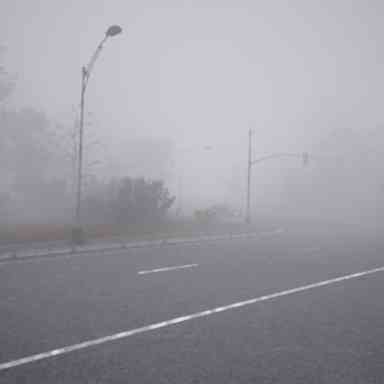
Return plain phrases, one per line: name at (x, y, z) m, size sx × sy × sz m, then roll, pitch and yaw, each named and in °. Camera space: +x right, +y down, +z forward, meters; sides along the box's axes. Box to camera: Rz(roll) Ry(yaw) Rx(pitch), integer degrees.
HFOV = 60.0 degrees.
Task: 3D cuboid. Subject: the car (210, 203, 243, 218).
car at (3.585, 1.929, 35.481) m, size 2.128 × 1.511 × 4.902 m, roll 2°, pitch 0°, yaw -22°
